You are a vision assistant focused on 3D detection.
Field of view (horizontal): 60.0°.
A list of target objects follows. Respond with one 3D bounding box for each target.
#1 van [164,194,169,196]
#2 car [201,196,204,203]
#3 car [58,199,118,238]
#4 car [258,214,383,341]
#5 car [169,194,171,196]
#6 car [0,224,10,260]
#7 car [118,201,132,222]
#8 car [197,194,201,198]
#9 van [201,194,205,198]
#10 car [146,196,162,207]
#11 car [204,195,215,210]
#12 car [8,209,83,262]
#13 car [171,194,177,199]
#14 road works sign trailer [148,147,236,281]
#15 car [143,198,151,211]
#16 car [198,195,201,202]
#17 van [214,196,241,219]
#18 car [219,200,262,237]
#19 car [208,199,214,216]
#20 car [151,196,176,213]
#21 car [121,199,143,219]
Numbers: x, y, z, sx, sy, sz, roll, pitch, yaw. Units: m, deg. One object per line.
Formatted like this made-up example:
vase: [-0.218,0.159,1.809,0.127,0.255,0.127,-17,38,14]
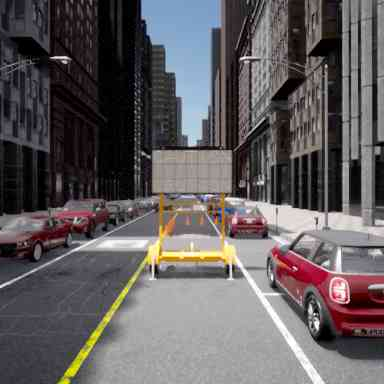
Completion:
van: [-5.844,1.343,62.850,1.690,1.788,3.998,0,0,0]
car: [2.703,1.567,45.963,1.947,1.339,4.313,0,0,0]
car: [-5.784,1.315,17.759,2.192,1.841,5.009,0,0,0]
car: [2.755,1.440,6.506,1.967,1.590,4.097,0,0,0]
car: [-5.852,1.528,68.316,1.752,1.417,4.829,0,0,0]
car: [-5.770,1.566,6.486,1.947,1.339,4.313,0,0,0]
car: [-5.792,1.566,23.395,1.947,1.339,4.313,0,0,0]
car: [2.665,1.549,74.147,1.887,1.381,4.507,0,0,0]
van: [2.696,1.343,51.600,1.690,1.788,3.998,0,0,0]
car: [-5.829,1.442,51.577,1.967,1.590,4.097,0,0,0]
car: [2.719,1.316,34.690,2.192,1.841,5.009,0,0,0]
car: [-5.777,1.545,12.122,1.887,1.381,4.507,0,0,0]
car: [-5.882,1.326,91.031,2.192,1.841,5.009,0,0,0]
road works sign trailer: [0.001,0.464,9.865,2.380,3.560,2.880,0,0,0]
car: [-5.815,1.552,40.304,2.008,1.369,4.403,0,0,0]
car: [2.680,1.568,62.873,1.947,1.339,4.313,0,0,0]
van: [2.733,1.341,23.416,1.690,1.788,3.998,0,0,0]
car: [2.740,1.440,17.779,1.967,1.590,4.097,0,0,0]
car: [2.725,1.545,29.053,1.887,1.381,4.507,0,0,0]
car: [-3.144,1.505,37.202,1.837,1.490,4.892,0,0,0]
car: [-5.799,1.441,29.032,1.967,1.590,4.097,0,0,0]
